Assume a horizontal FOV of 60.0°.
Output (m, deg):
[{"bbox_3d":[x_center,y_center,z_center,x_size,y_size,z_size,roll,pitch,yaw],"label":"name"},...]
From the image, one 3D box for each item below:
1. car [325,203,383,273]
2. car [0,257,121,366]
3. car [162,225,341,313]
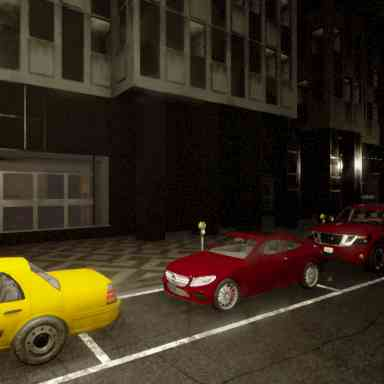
[{"bbox_3d":[5.897,1.314,10.839,5.009,1.841,2.192,0,0,-35],"label":"car"},{"bbox_3d":[-3.374,1.525,4.249,4.829,1.417,1.752,0,0,-35],"label":"car"},{"bbox_3d":[1.331,1.581,7.593,4.206,1.307,1.802,0,0,-35],"label":"car"}]
